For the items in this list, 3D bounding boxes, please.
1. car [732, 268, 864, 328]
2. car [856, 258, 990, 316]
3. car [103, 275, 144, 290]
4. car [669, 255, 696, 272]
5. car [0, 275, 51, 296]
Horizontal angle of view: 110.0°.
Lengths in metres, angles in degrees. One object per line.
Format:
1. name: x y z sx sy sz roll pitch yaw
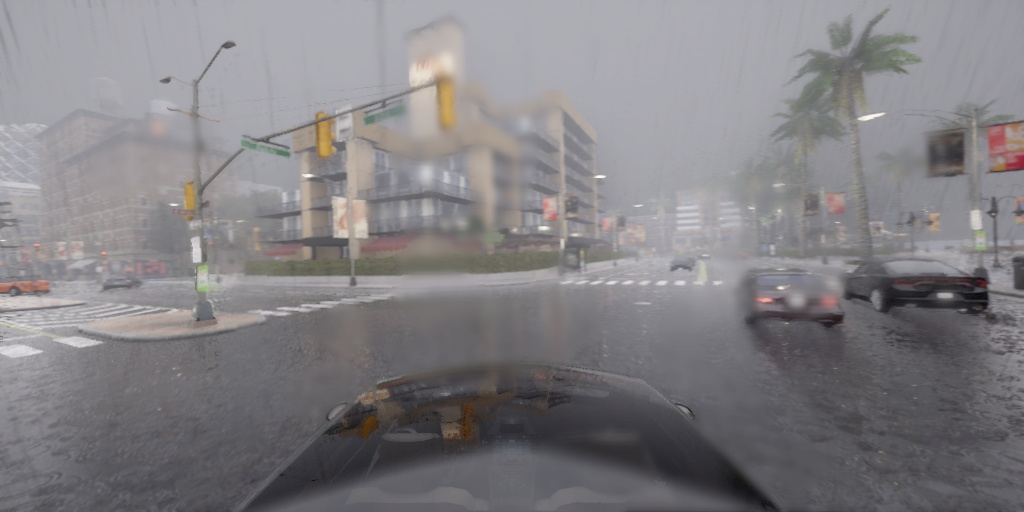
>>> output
1. car: 7.574 1.038 10.283 2.033 1.411 5.357 -2 0 28
2. car: 11.982 0.820 11.139 1.882 1.535 5.008 -2 0 28
3. car: -38.755 2.598 35.787 1.994 1.385 4.181 -2 0 -35
4. car: 16.434 0.728 34.733 2.033 1.411 5.357 -2 0 28
5. car: -43.835 2.558 31.594 4.553 1.767 2.097 -2 0 5
